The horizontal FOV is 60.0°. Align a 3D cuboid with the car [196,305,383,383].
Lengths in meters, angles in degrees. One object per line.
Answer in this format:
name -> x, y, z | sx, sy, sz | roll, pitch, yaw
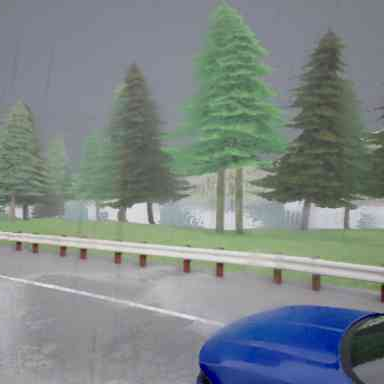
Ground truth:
car -> 2.313, 1.455, 2.062 | 5.008, 1.535, 1.882 | -1, 0, 35
